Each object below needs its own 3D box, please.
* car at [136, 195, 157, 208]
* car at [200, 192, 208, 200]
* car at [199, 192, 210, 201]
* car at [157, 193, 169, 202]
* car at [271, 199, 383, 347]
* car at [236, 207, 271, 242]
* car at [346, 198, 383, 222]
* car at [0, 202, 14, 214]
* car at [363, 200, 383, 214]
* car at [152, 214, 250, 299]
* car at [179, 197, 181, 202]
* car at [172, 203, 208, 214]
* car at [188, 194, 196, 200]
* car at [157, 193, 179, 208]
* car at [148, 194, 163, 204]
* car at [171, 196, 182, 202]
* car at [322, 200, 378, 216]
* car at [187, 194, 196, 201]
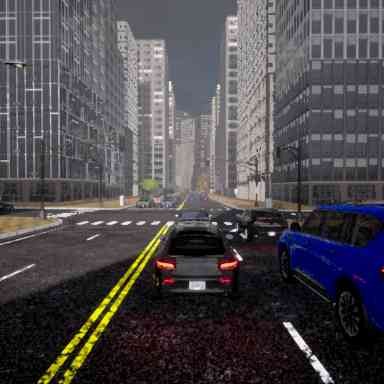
[{"bbox_3d":[-6.669,1.316,47.873,2.097,1.767,4.553,0,0,1],"label":"car"},{"bbox_3d":[3.170,0.964,89.659,2.150,2.045,5.566,0,0,0],"label":"car"},{"bbox_3d":[3.179,1.439,79.630,1.812,1.442,4.674,0,0,0],"label":"car"},{"bbox_3d":[-6.569,1.153,76.181,2.150,2.045,5.566,0,0,0],"label":"car"},{"bbox_3d":[3.348,1.218,6.453,2.150,2.045,5.566,0,0,0],"label":"car"},{"bbox_3d":[3.336,1.495,16.314,1.837,1.490,4.892,0,0,0],"label":"car"},{"bbox_3d":[16.176,1.518,28.434,5.009,1.841,2.192,1,0,1],"label":"car"},{"bbox_3d":[-19.551,1.319,31.578,5.008,1.535,1.882,1,1,1],"label":"car"},{"bbox_3d":[21.777,1.642,36.726,4.829,1.417,1.752,1,0,1],"label":"car"},{"bbox_3d":[0.092,1.521,8.310,1.812,1.442,4.674,0,0,0],"label":"car"},{"bbox_3d":[-3.381,1.499,58.923,2.033,1.411,5.357,0,0,0],"label":"car"},{"bbox_3d":[0.086,1.537,17.584,2.033,1.411,5.357,0,0,0],"label":"car"},{"bbox_3d":[-0.080,1.279,89.627,2.033,1.411,5.357,0,0,0],"label":"car"},{"bbox_3d":[-3.388,1.316,47.921,2.097,1.767,4.553,0,0,0],"label":"car"},{"bbox_3d":[-6.624,1.301,60.961,2.097,1.767,4.553,0,0,0],"label":"car"},{"bbox_3d":[-3.315,1.487,71.698,1.994,1.385,4.181,0,0,0],"label":"car"},{"bbox_3d":[16.195,1.614,34.220,4.892,1.490,1.837,0,1,0],"label":"car"},{"bbox_3d":[-0.071,1.439,79.627,1.812,1.442,4.674,0,0,0],"label":"car"}]
